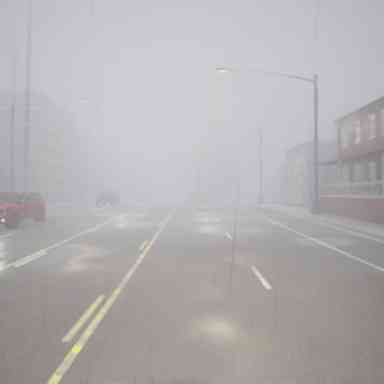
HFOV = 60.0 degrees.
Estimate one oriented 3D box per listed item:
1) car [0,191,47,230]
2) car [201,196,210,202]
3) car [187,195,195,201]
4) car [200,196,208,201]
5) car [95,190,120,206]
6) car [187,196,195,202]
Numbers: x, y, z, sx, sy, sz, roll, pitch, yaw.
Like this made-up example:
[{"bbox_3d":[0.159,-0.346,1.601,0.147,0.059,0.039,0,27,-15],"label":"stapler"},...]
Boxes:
[{"bbox_3d":[-10.651,0.981,19.684,2.150,2.045,5.566,0,1,0],"label":"car"},{"bbox_3d":[3.277,1.716,78.906,2.033,1.411,5.357,0,-1,0],"label":"car"},{"bbox_3d":[-0.250,1.682,88.225,1.882,1.535,5.008,0,-1,0],"label":"car"},{"bbox_3d":[3.250,1.785,88.263,1.895,1.301,4.718,0,-1,0],"label":"car"},{"bbox_3d":[-10.623,0.717,42.365,2.150,2.045,5.566,0,0,0],"label":"car"},{"bbox_3d":[-0.224,1.766,79.508,1.994,1.385,4.181,0,-1,0],"label":"car"}]
